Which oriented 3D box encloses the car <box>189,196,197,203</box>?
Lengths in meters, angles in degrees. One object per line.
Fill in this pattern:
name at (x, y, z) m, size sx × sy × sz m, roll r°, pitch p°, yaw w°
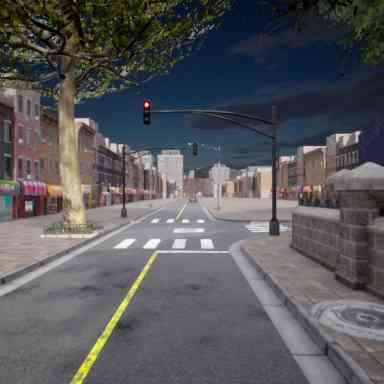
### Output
car at (0.249, 1.662, 73.554) m, size 2.128 × 1.511 × 4.902 m, roll 0°, pitch 0°, yaw 0°
